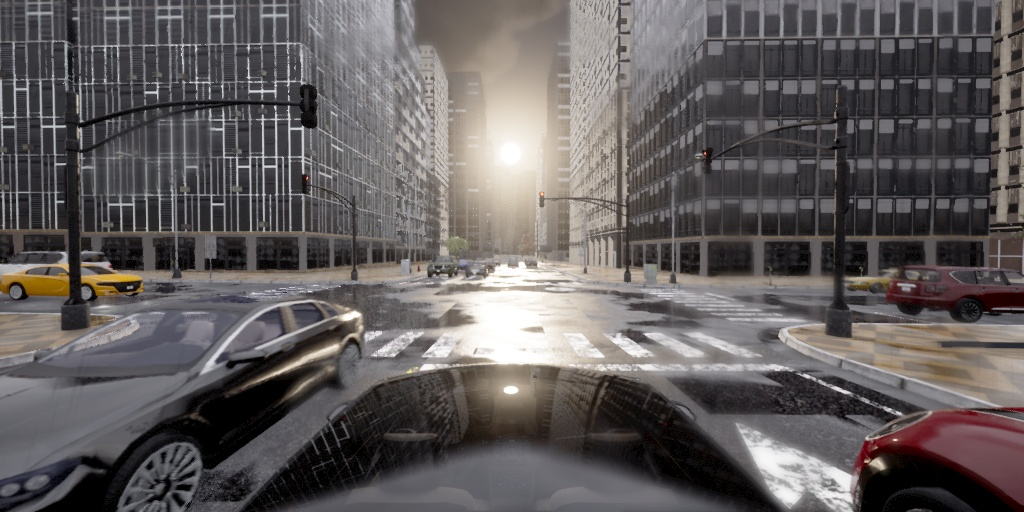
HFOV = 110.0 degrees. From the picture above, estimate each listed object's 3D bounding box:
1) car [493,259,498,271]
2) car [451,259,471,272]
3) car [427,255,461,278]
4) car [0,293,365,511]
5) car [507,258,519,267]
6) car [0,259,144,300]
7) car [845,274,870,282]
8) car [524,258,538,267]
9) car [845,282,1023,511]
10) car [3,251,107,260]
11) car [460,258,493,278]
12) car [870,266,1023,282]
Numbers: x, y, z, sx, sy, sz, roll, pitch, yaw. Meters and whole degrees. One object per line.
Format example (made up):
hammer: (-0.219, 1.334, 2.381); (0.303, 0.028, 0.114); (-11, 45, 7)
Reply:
car: (-3.199, 1.321, 47.004); (1.895, 1.301, 4.718); (0, 0, 0)
car: (-6.451, 1.199, 46.063); (1.882, 1.535, 5.008); (0, 1, 0)
car: (-6.482, 0.954, 34.199); (2.150, 2.045, 5.566); (0, 0, 0)
car: (-3.346, 1.239, 4.004); (2.128, 1.511, 4.902); (0, 0, 0)
car: (0.209, 1.266, 63.377); (1.994, 1.385, 4.181); (0, 0, 0)
car: (-19.228, 1.086, 15.819); (5.008, 1.535, 1.882); (1, 1, 3)
car: (21.865, 1.409, 20.803); (4.829, 1.417, 1.751); (0, 0, 1)
car: (3.459, 1.303, 63.395); (1.895, 1.301, 4.718); (0, 0, 0)
car: (3.253, 1.103, 0.425); (2.097, 1.767, 4.553); (0, 0, 0)
car: (-24.616, 0.733, 19.040); (5.566, 2.045, 2.150); (1, 1, 3)
car: (-3.240, 1.224, 33.957); (2.128, 1.511, 4.902); (0, 0, 1)
car: (16.226, 1.281, 12.538); (5.009, 1.841, 2.192); (0, 0, 1)
